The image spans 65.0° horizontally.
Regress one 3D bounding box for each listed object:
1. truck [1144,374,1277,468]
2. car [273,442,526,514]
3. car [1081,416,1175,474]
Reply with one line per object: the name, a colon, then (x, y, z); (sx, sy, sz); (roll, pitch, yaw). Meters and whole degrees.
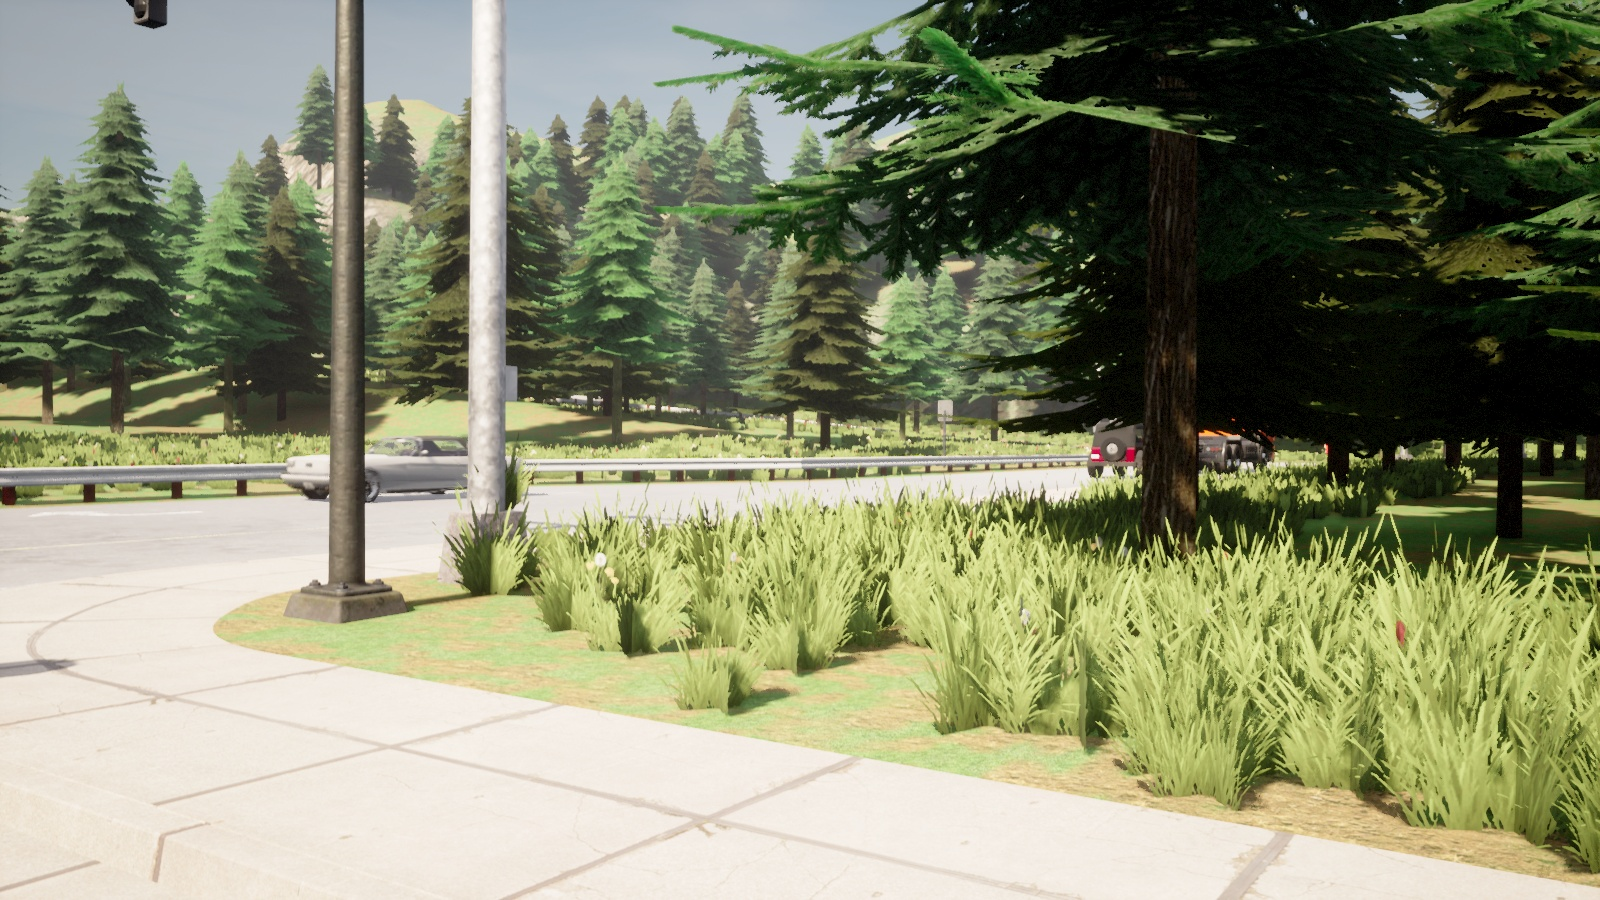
truck: (16.633, -1.130, 50.477); (2.891, 3.462, 7.936); (0, 1, 35)
car: (-8.092, 0.506, 25.820); (1.895, 1.301, 4.718); (0, 1, 37)
car: (11.145, -0.195, 42.537); (1.905, 1.878, 3.866); (0, 1, 34)
